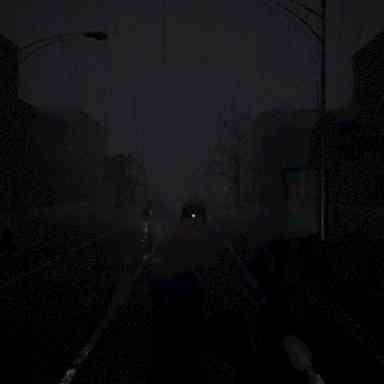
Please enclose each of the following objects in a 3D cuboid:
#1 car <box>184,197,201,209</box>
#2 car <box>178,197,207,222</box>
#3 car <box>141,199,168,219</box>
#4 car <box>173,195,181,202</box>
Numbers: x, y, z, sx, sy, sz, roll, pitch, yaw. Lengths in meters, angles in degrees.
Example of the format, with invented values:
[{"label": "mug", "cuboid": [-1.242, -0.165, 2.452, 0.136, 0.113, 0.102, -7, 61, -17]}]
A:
[{"label": "car", "cuboid": [0.111, 1.352, 42.861, 2.033, 1.411, 5.357, 0, 0, 0]}, {"label": "car", "cuboid": [0.107, 1.400, 25.639, 1.837, 1.490, 4.892, 0, 0, 0]}, {"label": "car", "cuboid": [-3.090, 1.375, 28.029, 2.128, 1.511, 4.902, 0, 0, 0]}, {"label": "car", "cuboid": [-2.983, 1.355, 68.642, 2.128, 1.511, 4.902, 0, 0, 0]}]
